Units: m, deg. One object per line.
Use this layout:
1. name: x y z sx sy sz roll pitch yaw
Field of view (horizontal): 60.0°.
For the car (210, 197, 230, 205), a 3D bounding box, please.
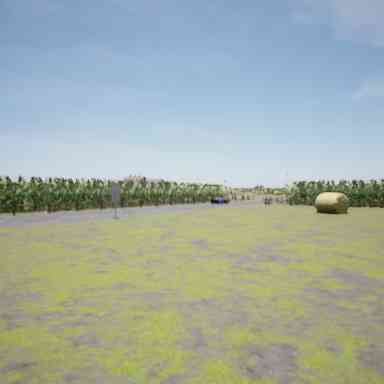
1. car: 5.125 1.601 60.767 1.895 1.301 4.718 0 0 32
